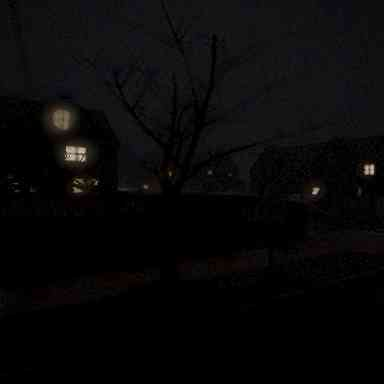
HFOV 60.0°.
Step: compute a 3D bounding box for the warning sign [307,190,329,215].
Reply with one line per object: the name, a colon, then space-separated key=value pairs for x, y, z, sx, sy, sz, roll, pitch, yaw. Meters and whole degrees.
warning sign: x=9.857 y=0.816 z=25.992 sx=1.300 sy=1.860 sz=1.060 roll=-1 pitch=0 yaw=-35
